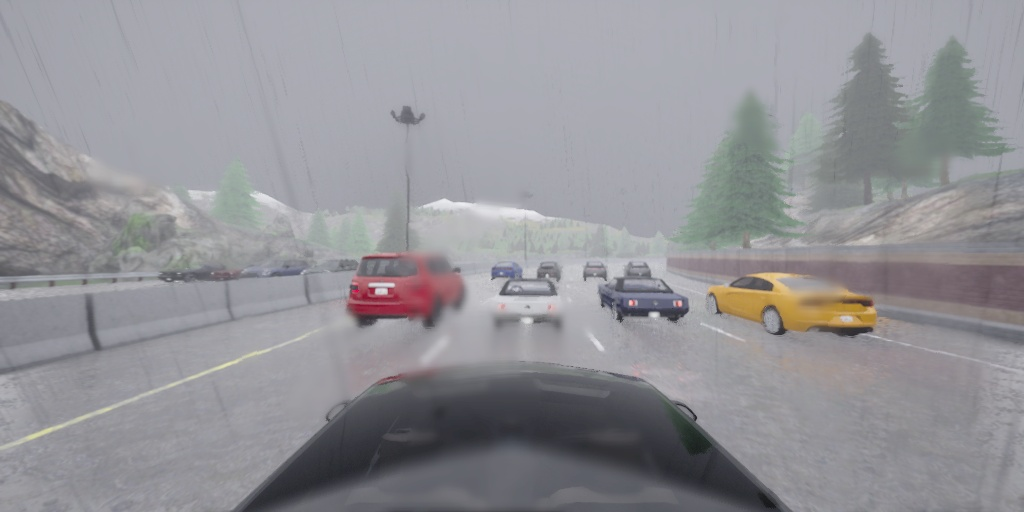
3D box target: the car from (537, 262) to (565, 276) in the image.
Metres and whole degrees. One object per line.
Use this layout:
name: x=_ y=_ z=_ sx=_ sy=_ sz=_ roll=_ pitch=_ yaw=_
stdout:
car: x=3.112 y=1.202 z=28.926 sx=1.837 sy=1.490 sz=4.892 roll=0 pitch=0 yaw=11

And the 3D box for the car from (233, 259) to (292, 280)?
car: x=-15.688 y=1.003 z=24.219 sx=2.097 sy=1.767 sz=4.553 roll=0 pitch=0 yaw=9

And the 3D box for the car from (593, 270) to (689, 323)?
car: x=4.143 y=1.339 z=12.177 sx=1.895 sy=1.301 sz=4.718 roll=0 pitch=0 yaw=5

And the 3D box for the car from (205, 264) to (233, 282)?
car: x=-18.958 y=1.240 z=26.030 sx=1.895 sy=1.301 sz=4.718 roll=0 pitch=0 yaw=9

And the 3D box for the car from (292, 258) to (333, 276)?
car: x=-12.125 y=1.014 z=24.385 sx=2.097 sy=1.767 sz=4.553 roll=0 pitch=0 yaw=9

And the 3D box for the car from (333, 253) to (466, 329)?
car: x=-2.946 y=0.941 z=11.284 sx=2.150 sy=2.045 sz=5.566 roll=0 pitch=0 yaw=4

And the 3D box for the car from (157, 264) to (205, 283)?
car: x=-22.498 y=1.229 z=26.023 sx=1.895 sy=1.301 sz=4.718 roll=0 pitch=0 yaw=9

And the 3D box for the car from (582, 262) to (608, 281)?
car: x=6.850 y=1.198 z=29.693 sx=2.128 sy=1.511 sz=4.902 roll=0 pitch=0 yaw=12

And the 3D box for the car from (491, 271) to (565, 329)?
car: x=0.551 y=1.331 z=11.221 sx=1.895 sy=1.301 sz=4.718 roll=0 pitch=0 yaw=4

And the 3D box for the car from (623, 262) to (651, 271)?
car: x=10.636 y=1.207 z=30.551 sx=2.128 sy=1.511 sz=4.902 roll=0 pitch=0 yaw=13

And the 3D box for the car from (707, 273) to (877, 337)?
car: x=7.529 y=1.230 z=10.368 sx=1.882 sy=1.535 sz=5.008 roll=0 pitch=0 yaw=4

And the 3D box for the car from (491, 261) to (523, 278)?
car: x=-0.327 y=1.163 z=29.578 sx=1.882 sy=1.535 sz=5.008 roll=0 pitch=0 yaw=11
